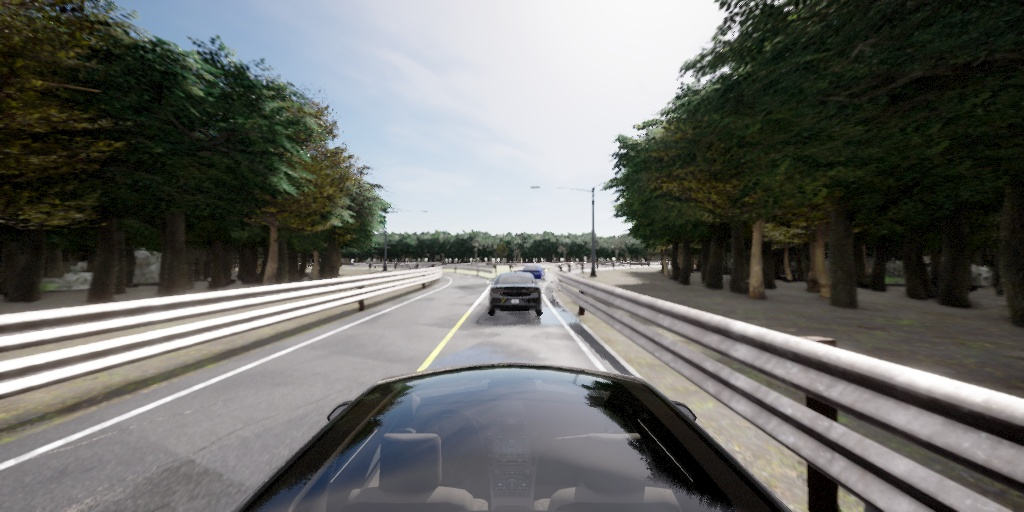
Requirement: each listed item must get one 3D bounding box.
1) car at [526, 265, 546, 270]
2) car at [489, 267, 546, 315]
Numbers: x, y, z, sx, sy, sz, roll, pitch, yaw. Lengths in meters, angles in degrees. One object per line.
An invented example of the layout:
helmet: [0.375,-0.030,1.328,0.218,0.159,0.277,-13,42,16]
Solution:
car: [2.054,1.568,33.478,1.882,1.535,5.008,0,0,11]
car: [0.156,1.365,14.353,1.882,1.535,5.008,0,0,1]
